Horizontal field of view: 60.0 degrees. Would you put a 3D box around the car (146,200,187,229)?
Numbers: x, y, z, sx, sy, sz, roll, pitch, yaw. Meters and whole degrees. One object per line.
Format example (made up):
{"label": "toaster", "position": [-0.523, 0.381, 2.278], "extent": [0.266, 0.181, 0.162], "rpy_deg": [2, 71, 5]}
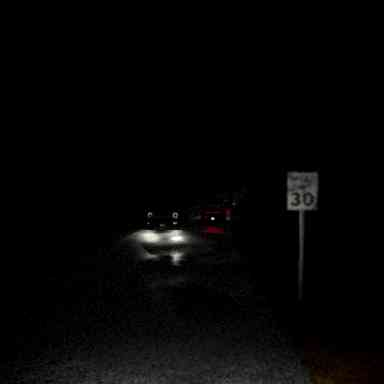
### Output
{"label": "car", "position": [-1.607, 1.386, 22.021], "extent": [2.097, 1.767, 4.553], "rpy_deg": [1, 0, 6]}

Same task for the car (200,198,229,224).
{"label": "car", "position": [1.697, 1.542, 25.343], "extent": [1.837, 1.490, 4.892], "rpy_deg": [0, 1, 6]}

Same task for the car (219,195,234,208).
{"label": "car", "position": [4.224, 1.153, 42.674], "extent": [2.128, 1.511, 4.902], "rpy_deg": [1, 2, 10]}
